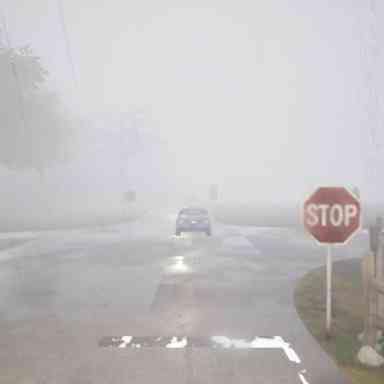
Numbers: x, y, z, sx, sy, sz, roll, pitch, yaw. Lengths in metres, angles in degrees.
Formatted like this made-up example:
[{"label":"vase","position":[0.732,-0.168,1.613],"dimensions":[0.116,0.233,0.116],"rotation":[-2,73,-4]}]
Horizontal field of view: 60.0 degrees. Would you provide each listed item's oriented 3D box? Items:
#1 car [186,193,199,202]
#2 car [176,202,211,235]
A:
[{"label":"car","position":[0.050,1.273,60.993],"dimensions":[2.150,2.045,5.566],"rotation":[0,0,0]},{"label":"car","position":[0.073,1.522,18.541],"dimensions":[2.033,1.411,5.357],"rotation":[0,0,0]}]
